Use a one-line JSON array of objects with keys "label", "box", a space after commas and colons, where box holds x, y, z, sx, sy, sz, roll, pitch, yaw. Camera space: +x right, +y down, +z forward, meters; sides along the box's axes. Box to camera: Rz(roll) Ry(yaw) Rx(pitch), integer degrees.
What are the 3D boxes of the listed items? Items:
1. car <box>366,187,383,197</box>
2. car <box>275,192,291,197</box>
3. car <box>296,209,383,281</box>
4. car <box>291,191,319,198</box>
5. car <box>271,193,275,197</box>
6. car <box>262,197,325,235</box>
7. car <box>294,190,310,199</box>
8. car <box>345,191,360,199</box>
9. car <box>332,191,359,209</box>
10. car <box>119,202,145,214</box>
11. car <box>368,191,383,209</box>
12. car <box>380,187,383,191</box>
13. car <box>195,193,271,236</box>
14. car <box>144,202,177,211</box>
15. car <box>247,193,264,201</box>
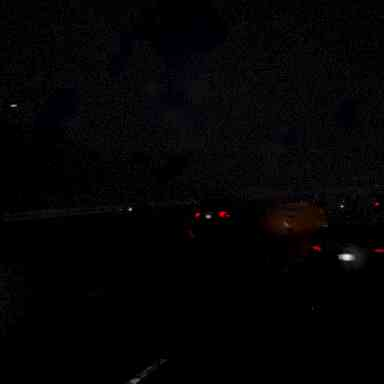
[{"label": "car", "box": [33.341, 0.302, 60.952, 1.994, 1.385, 4.181, -3, -1, 32]}, {"label": "car", "box": [20.827, 0.840, 73.867, 2.128, 1.511, 4.902, -3, -1, 32]}, {"label": "car", "box": [4.522, 1.377, 9.115, 1.994, 1.385, 4.181, -3, -1, 32]}, {"label": "car", "box": [12.262, 0.936, 34.338, 2.097, 1.767, 4.553, -3, -1, 32]}, {"label": "car", "box": [17.877, 0.973, 75.747, 1.882, 1.535, 5.008, -3, -1, 32]}, {"label": "car", "box": [5.600, 1.292, 17.331, 1.882, 1.535, 5.008, -3, -1, 32]}, {"label": "car", "box": [23.782, 0.490, 72.016, 2.097, 1.767, 4.553, -3, -1, 32]}, {"label": "car", "box": [30.411, 0.514, 62.853, 1.895, 1.301, 4.718, -3, -1, 32]}, {"label": "car", "box": [14.440, 0.942, 31.234, 1.837, 1.490, 4.892, -3, -1, 32]}, {"label": "car", "box": [-7.236, 2.089, 42.820, 2.097, 1.767, 4.553, -3, -1, 33]}, {"label": "car", "box": [15.780, 0.870, 26.820, 2.033, 1.411, 5.357, -3, -1, 32]}, {"label": "car", "box": [24.631, 0.449, 40.749, 1.882, 1.535, 5.008, -3, -1, 32]}, {"label": "car", "box": [2.253, 1.233, 18.606, 2.150, 2.045, 5.566, -3, -1, 32]}, {"label": "car", "box": [-3.568, 2.093, 42.030, 1.994, 1.385, 4.181, -3, -1, 33]}, {"label": "car", "box": [14.932, 1.200, 77.625, 2.128, 1.511, 4.902, -3, -1, 32]}]
